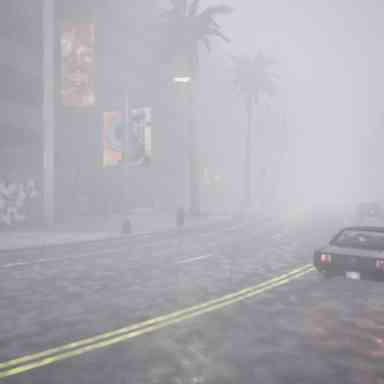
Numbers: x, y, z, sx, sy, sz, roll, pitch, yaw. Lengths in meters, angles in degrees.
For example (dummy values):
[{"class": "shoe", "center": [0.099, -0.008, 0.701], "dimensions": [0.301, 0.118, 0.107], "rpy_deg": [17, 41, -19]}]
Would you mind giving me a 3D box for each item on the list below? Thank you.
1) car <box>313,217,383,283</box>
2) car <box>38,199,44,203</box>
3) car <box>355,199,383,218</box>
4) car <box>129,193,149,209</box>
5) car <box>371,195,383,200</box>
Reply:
[{"class": "car", "center": [5.126, 1.617, 9.310], "dimensions": [1.895, 1.301, 4.718], "rpy_deg": [0, 0, 40]}, {"class": "car", "center": [-25.516, 1.715, 52.908], "dimensions": [1.895, 1.301, 4.718], "rpy_deg": [0, 0, 22]}, {"class": "car", "center": [15.145, 1.595, 28.464], "dimensions": [2.033, 1.411, 5.357], "rpy_deg": [0, 0, 22]}, {"class": "car", "center": [-8.112, 1.206, 46.589], "dimensions": [2.435, 2.045, 5.566], "rpy_deg": [0, 0, 22]}, {"class": "car", "center": [38.231, 1.457, 67.367], "dimensions": [2.185, 1.767, 4.553], "rpy_deg": [0, 0, 22]}]
